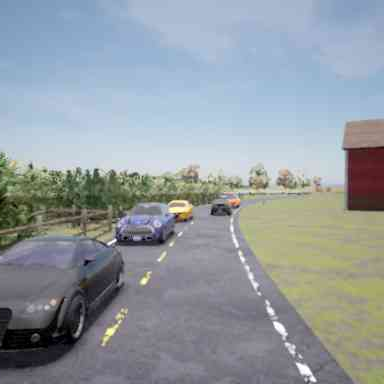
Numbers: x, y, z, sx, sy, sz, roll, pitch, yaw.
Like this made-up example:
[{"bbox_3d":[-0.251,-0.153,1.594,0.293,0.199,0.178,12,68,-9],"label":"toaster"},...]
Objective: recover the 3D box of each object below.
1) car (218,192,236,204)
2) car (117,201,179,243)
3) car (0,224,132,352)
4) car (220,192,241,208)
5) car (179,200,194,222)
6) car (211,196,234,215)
[{"bbox_3d":[6.398,1.046,60.182,2.150,2.045,5.566,0,0,18],"label":"car"},{"bbox_3d":[-2.096,1.327,16.033,2.097,1.767,4.553,0,0,5],"label":"car"},{"bbox_3d":[-2.640,1.556,6.269,1.994,1.385,4.181,0,0,2],"label":"car"},{"bbox_3d":[5.652,1.239,46.264,2.097,1.767,4.553,0,0,13],"label":"car"},{"bbox_3d":[-1.030,1.427,26.315,1.882,1.535,5.008,0,0,8],"label":"car"},{"bbox_3d":[2.921,1.439,32.827,1.837,1.490,4.892,0,0,9],"label":"car"}]
